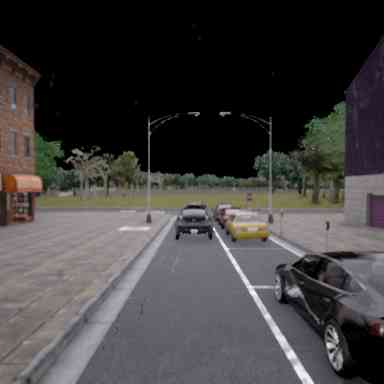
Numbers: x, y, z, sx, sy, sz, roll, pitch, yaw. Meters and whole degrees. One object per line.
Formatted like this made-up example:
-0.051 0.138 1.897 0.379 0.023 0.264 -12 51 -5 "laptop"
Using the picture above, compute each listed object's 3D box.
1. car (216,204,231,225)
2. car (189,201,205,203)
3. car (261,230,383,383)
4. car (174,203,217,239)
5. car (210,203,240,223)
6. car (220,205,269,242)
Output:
2.616 1.654 22.001 1.802 1.307 4.206 -1 0 0 "car"
0.535 1.598 32.132 2.128 1.511 4.902 0 0 8 "car"
2.620 1.584 5.404 1.947 1.339 4.313 -1 0 0 "car"
0.094 1.561 17.643 1.837 1.490 4.892 0 -1 0 "car"
2.613 1.641 27.533 2.008 1.369 4.403 -1 0 0 "car"
2.616 1.580 16.638 1.752 1.417 4.829 -1 0 0 "car"
